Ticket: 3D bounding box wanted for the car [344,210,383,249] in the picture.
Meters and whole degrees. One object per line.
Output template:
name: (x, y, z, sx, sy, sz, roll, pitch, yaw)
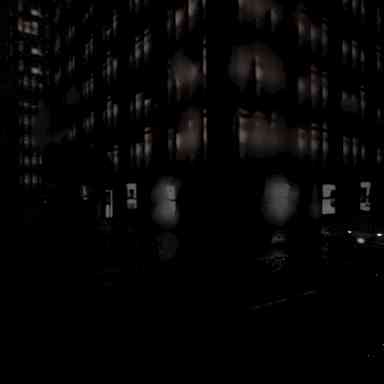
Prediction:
car: (8.110, 1.493, 13.458, 4.902, 1.511, 2.128, 0, 0, -35)
